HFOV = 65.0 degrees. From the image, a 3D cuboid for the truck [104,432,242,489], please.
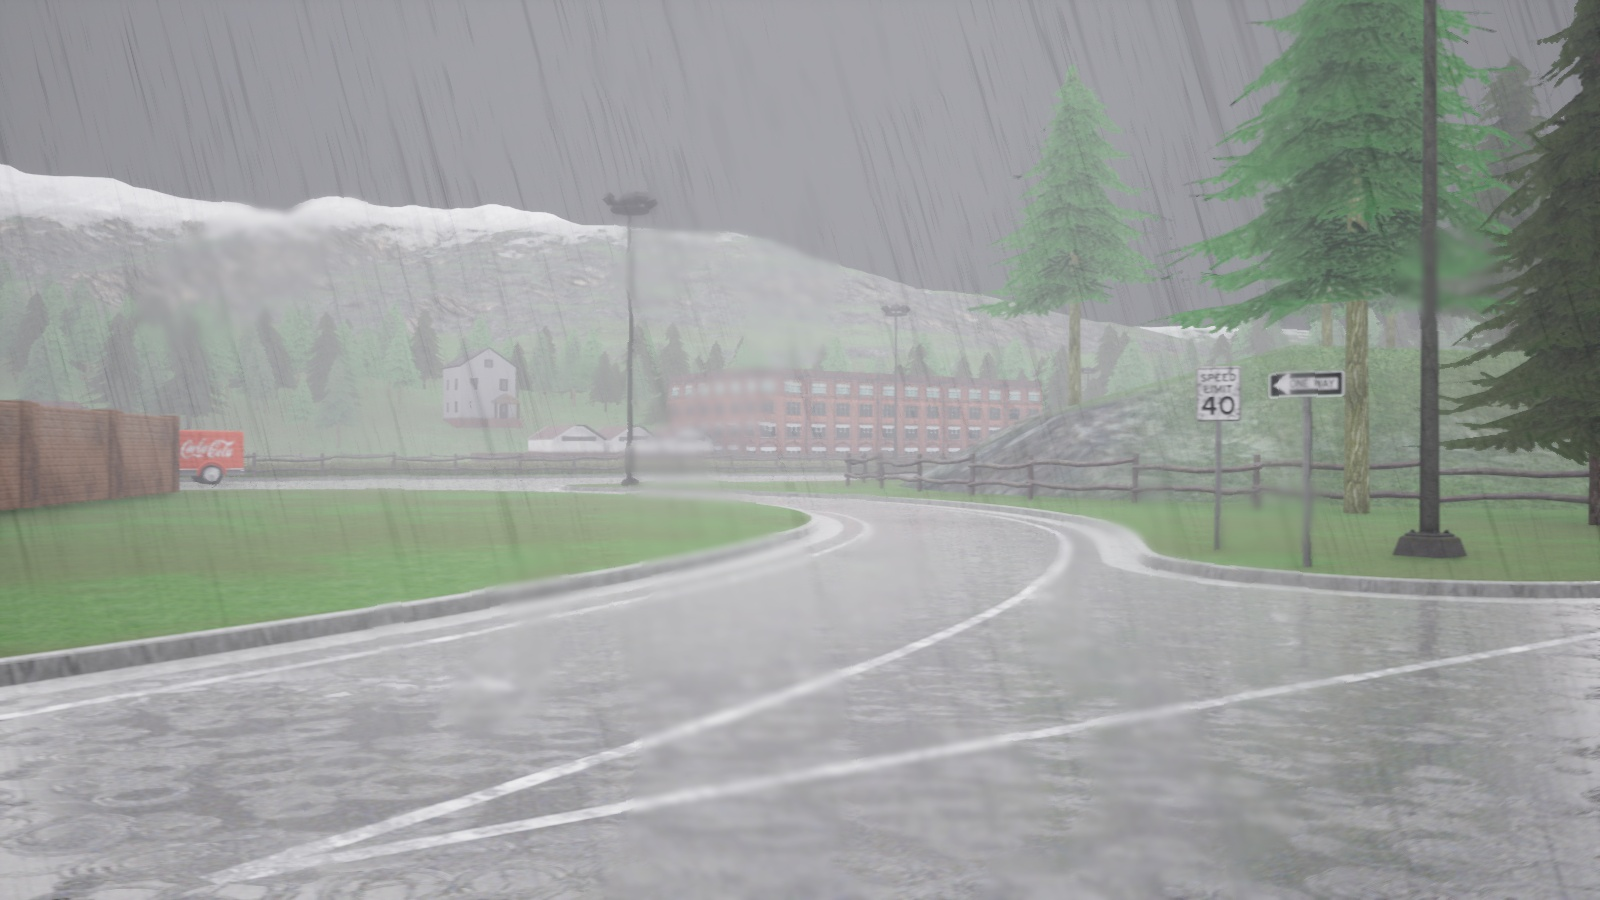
[{"bbox_3d":[-28.043,0.455,56.220,5.204,2.467,2.627,0,0,-35],"label":"truck"}]
